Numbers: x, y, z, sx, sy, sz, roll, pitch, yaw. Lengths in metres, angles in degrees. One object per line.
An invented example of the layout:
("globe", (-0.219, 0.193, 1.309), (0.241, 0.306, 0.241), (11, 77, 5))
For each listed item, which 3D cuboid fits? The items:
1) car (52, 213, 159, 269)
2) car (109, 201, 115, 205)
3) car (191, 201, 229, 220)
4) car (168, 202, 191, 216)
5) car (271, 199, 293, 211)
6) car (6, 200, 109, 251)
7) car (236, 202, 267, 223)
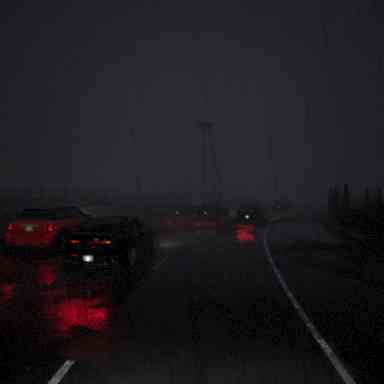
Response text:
("car", (-2.434, 1.502, 11.187), (1.837, 1.490, 4.892), (0, 0, 7))
("car", (-8.837, 1.491, 30.598), (1.837, 1.490, 4.892), (0, 0, 19))
("car", (1.924, 1.511, 28.980), (2.128, 1.511, 4.902), (0, 0, 19))
("car", (-0.551, 1.614, 32.451), (1.895, 1.301, 4.718), (0, 0, 21))
("car", (11.190, 1.580, 41.021), (1.812, 1.442, 4.674), (0, 0, 28))
("car", (-5.517, 1.341, 14.029), (2.097, 1.767, 4.553), (0, 0, 9))
("car", (4.719, 1.533, 26.360), (1.837, 1.490, 4.892), (0, 0, 18))
